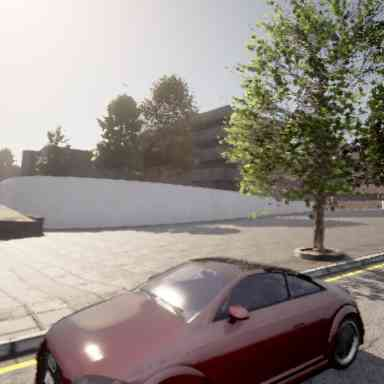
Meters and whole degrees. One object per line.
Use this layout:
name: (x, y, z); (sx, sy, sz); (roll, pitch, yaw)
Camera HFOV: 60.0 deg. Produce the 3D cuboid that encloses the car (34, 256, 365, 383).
car: (0.309, 1.596, 4.242); (4.181, 1.385, 1.994); (0, -1, -35)
